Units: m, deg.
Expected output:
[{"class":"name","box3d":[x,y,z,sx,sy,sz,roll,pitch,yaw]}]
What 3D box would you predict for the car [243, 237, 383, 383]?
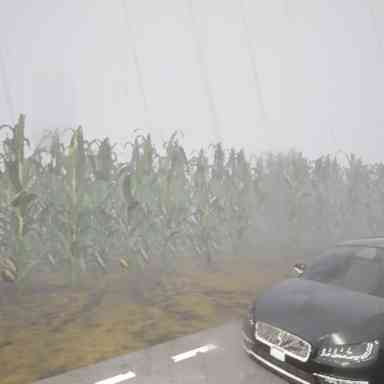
[{"class":"car","box3d":[2.906,1.507,5.010,4.892,1.490,1.837,0,0,-35]}]
